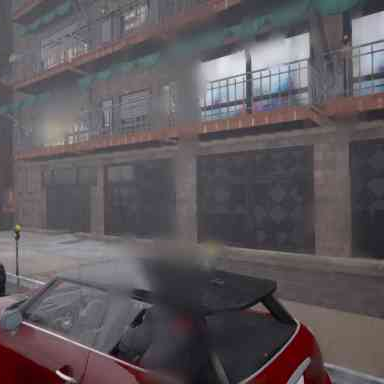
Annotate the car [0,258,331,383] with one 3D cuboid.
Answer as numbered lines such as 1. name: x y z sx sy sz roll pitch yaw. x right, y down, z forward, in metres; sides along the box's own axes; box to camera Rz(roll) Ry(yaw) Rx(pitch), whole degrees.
1. car: -0.831 1.441 3.482 4.097 1.590 1.967 0 -1 36
